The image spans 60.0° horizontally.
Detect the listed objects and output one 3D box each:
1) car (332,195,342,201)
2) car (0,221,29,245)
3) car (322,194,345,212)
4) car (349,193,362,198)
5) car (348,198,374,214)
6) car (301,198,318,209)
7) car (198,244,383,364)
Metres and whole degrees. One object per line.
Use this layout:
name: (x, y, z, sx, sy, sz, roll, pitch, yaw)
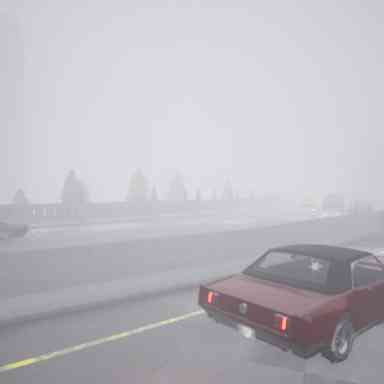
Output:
car: (33.518, 1.440, 77.101, 1.994, 1.385, 4.181, 0, 0, 23)
car: (-9.760, 1.665, 14.309, 4.718, 1.301, 1.895, 0, 0, -37)
car: (17.107, 1.256, 40.111, 2.150, 2.045, 5.566, 0, 0, 28)
car: (34.022, 1.220, 69.337, 2.150, 2.045, 5.566, 0, 0, 23)
car: (16.662, 1.584, 32.675, 1.994, 1.385, 4.181, 0, 0, 33)
car: (16.310, 1.528, 46.219, 1.882, 1.535, 5.008, 0, 0, 26)
car: (2.456, 1.607, 5.923, 4.718, 1.301, 1.895, 0, 0, -40)
